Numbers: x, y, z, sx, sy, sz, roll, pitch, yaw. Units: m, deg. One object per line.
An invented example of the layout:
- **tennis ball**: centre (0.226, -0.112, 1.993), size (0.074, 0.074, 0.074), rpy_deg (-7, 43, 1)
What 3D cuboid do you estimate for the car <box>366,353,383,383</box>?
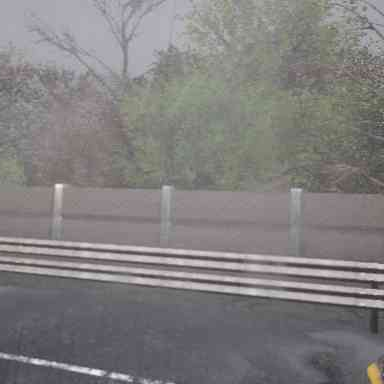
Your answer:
- **car**: centre (4.416, 1.797, 2.582), size (5.366, 1.575, 1.801), rpy_deg (1, -3, 15)
